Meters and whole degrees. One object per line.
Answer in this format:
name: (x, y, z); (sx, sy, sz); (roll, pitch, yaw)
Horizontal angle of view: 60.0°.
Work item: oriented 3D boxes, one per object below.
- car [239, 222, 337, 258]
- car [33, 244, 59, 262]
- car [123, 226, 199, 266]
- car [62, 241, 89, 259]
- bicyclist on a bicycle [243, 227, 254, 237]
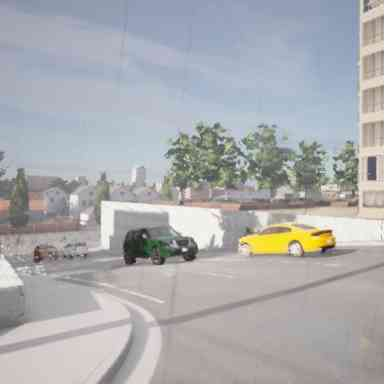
car: (4.360, 2.287, 16.050); (1.882, 1.535, 5.008); (1, -9, -35)
car: (-18.444, 7.615, 41.862); (2.150, 2.045, 5.566); (0, -8, -34)
car: (-1.930, 2.880, 18.234); (2.150, 2.045, 5.566); (1, -10, -35)
car: (-15.312, 7.582, 43.640); (2.150, 2.045, 5.566); (0, -8, -35)
bicyclist on a bicycle: (4.780, 3.720, 27.735); (1.656, 1.620, 0.582); (0, -8, -34)
